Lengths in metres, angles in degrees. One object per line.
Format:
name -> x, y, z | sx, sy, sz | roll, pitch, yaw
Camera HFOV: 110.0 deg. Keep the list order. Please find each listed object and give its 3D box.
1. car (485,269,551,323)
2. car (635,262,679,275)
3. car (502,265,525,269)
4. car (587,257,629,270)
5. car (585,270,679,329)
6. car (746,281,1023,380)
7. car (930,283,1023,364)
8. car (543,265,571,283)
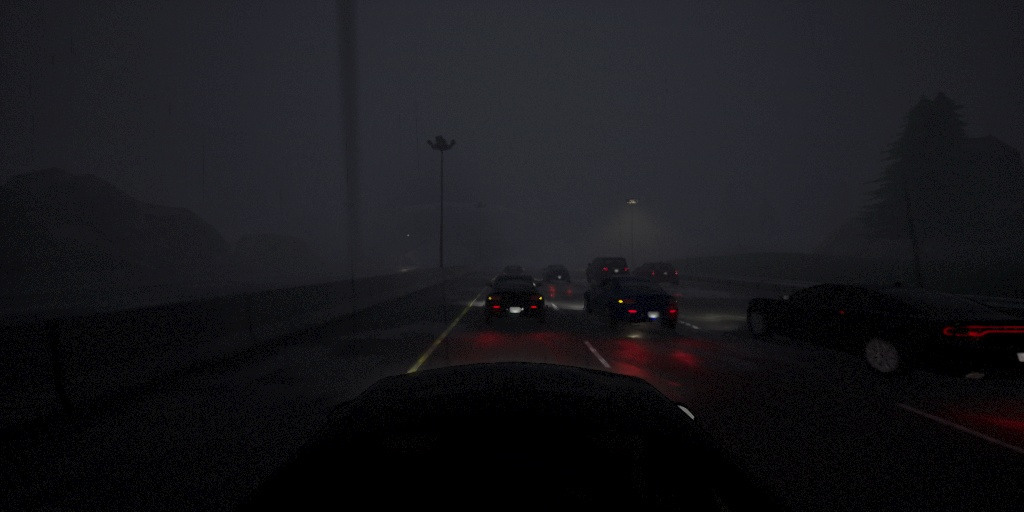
car -> 0.088, 1.330, 12.199 | 1.812, 1.442, 4.674 | 0, 0, 0
car -> 10.605, 1.232, 26.883 | 2.097, 1.767, 4.553 | 0, 0, 0
car -> 0.107, 1.457, 29.421 | 1.994, 1.385, 4.181 | 0, 0, 0
car -> 7.106, 1.102, 27.040 | 2.150, 2.045, 5.566 | 0, 0, 0
car -> 3.588, 1.326, 11.407 | 1.812, 1.442, 4.674 | 0, 0, 0
car -> 7.102, 1.257, 7.419 | 1.882, 1.535, 5.008 | 0, 0, 0
car -> 10.601, 1.317, 5.544 | 2.033, 1.411, 5.357 | 0, 0, 0
car -> 3.594, 1.418, 29.389 | 1.812, 1.442, 4.674 | 0, 0, 0
